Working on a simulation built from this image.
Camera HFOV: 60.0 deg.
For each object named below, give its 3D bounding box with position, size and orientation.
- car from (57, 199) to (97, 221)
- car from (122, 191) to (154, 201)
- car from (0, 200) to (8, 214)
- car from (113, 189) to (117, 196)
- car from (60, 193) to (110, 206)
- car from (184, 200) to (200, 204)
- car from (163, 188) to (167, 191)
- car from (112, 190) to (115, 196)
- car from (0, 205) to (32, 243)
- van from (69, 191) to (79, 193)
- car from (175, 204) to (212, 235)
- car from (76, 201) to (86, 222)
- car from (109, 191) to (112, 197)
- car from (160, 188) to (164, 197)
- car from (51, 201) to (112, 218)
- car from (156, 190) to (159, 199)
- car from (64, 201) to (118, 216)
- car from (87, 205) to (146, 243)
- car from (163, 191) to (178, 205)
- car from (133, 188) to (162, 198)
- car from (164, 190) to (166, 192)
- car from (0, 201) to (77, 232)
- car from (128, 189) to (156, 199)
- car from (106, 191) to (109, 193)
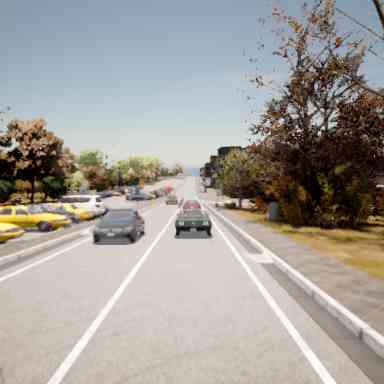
[{"bbox_3d":[-10.350,1.551,25.282,5.366,1.575,1.946,0,0,0],"label":"car"},{"bbox_3d":[-10.284,1.028,63.424,4.792,1.488,2.163,0,0,0],"label":"car"},{"bbox_3d":[-23.206,1.616,36.297,5.008,1.535,2.097,0,0,0],"label":"car"},{"bbox_3d":[-23.290,0.698,88.501,4.892,1.521,2.231,0,1,0],"label":"car"},{"bbox_3d":[-10.185,1.319,28.059,5.566,2.045,2.435,0,0,0],"label":"car"},{"bbox_3d":[-0.004,1.575,36.305,1.994,1.385,4.181,0,0,0],"label":"car"},{"bbox_3d":[-10.226,0.408,94.071,4.553,1.767,2.185,0,2,0],"label":"car"},{"bbox_3d":[-23.302,0.771,85.584,5.008,1.535,2.097,0,1,0],"label":"car"},{"bbox_3d":[-10.013,1.485,14.056,5.366,1.575,1.946,0,0,0],"label":"car"},{"bbox_3d":[-23.266,0.771,63.390,4.442,1.987,1.878,1,0,0],"label":"van"},{"bbox_3d":[0.068,1.594,18.764,1.895,1.301,4.718,0,0,0],"label":"car"},{"bbox_3d":[-10.180,1.538,22.505,4.892,1.521,2.231,0,0,0],"label":"car"},{"bbox_3d":[-23.313,0.832,82.795,5.008,1.535,2.097,0,1,0],"label":"car"},{"bbox_3d":[-10.196,0.645,85.712,4.553,1.767,2.185,0,1,0],"label":"car"},{"bbox_3d":[-10.153,1.587,30.833,5.008,1.535,2.097,0,0,0],"label":"car"},{"bbox_3d":[-10.276,0.979,71.773,5.008,1.535,2.097,0,1,0],"label":"car"},{"bbox_3d":[-10.110,1.634,33.609,4.792,1.488,2.163,0,0,0],"label":"car"},{"bbox_3d":[-3.374,1.519,16.156,1.812,1.442,4.674,0,0,0],"label":"car"},{"bbox_3d":[-3.472,1.234,58.317,2.097,1.767,4.553,0,1,0],"label":"car"},{"bbox_3d":[-10.299,0.706,74.564,5.566,2.045,2.435,0,1,0],"label":"car"},{"bbox_3d":[-10.187,0.729,88.503,4.792,1.488,2.163,0,2,0],"label":"car"},{"bbox_3d":[-9.996,1.517,19.729,5.366,1.575,1.946,0,0,0],"label":"car"},{"bbox_3d":[-10.323,0.865,68.993,4.553,1.767,2.185,0,0,0],"label":"car"},{"bbox_3d":[-23.300,0.915,80.005,4.792,1.488,2.163,0,1,0],"label":"car"}]
